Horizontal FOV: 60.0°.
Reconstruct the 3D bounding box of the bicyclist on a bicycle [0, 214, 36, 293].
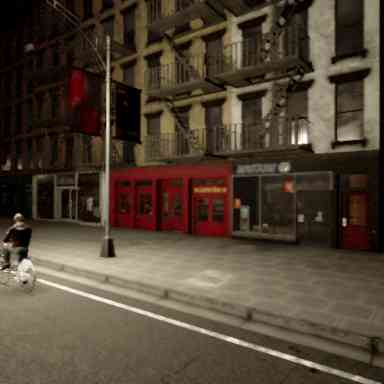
[{"bbox_3d":[-4.185,1.392,7.846,1.843,1.776,0.659,0,0,37],"label":"bicyclist on a bicycle"}]
